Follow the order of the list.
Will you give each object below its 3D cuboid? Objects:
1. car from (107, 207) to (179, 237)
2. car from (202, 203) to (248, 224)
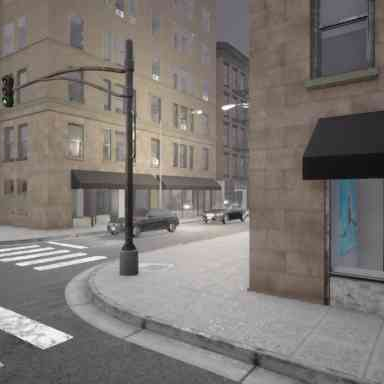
[{"bbox_3d":[-2.604,1.620,18.810,1.812,1.442,4.674,0,0,37],"label":"car"},{"bbox_3d":[2.697,1.640,26.285,2.128,1.511,4.902,0,0,35],"label":"car"}]
